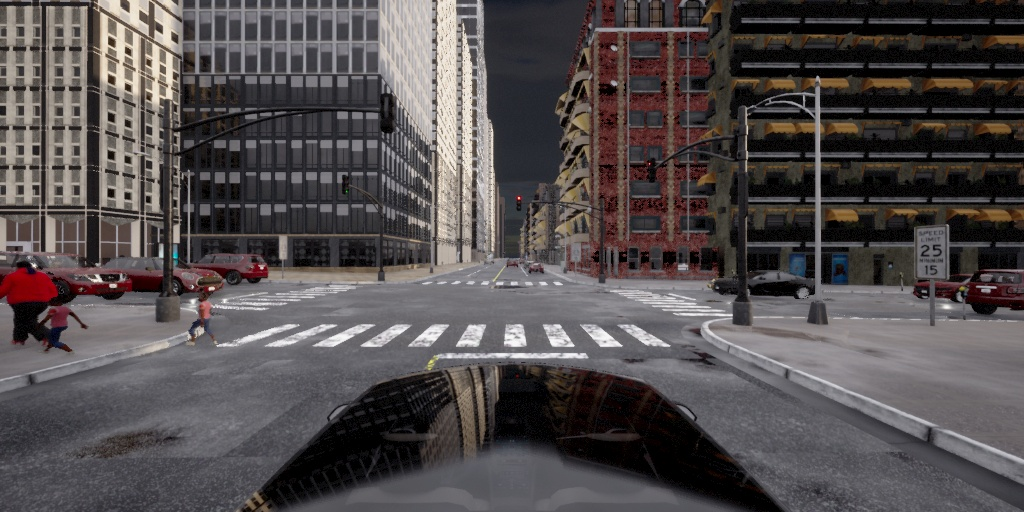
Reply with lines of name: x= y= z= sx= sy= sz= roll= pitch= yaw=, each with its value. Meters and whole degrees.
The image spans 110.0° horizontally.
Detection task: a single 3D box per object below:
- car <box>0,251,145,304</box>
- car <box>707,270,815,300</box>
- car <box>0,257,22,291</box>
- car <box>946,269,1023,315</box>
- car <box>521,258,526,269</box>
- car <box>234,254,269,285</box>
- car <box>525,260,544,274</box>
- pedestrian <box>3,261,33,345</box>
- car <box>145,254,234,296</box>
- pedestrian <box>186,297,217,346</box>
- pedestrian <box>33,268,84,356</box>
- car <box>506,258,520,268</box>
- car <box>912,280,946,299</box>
car: x=-17.560 y=0.757 z=13.484 sx=5.009 sy=1.841 sz=2.192 roll=0 pitch=0 yaw=0
car: x=13.663 y=1.511 z=19.511 sx=5.008 sy=1.535 sz=1.882 roll=1 pitch=0 yaw=0
car: x=-25.715 y=0.774 z=16.016 sx=5.008 sy=1.535 sz=1.882 roll=1 pitch=0 yaw=-1
car: x=20.614 y=1.461 z=13.799 sx=5.009 sy=1.841 sz=2.192 roll=0 pitch=0 yaw=0
car: x=2.760 y=1.317 z=54.733 sx=2.007 sy=1.370 sz=4.403 roll=0 pitch=0 yaw=0
car: x=-17.684 y=0.776 z=21.863 sx=5.009 sy=1.841 sz=2.192 roll=0 pitch=0 yaw=0
car: x=2.793 y=1.341 z=41.816 sx=1.802 sy=1.307 sz=4.207 roll=0 pitch=0 yaw=0
pedestrian: x=-9.806 y=0.902 z=7.266 sx=0.375 sy=1.860 sz=0.375 roll=0 pitch=0 yaw=0
car: x=-15.724 y=0.835 z=16.089 sx=4.553 sy=1.767 sz=2.097 roll=1 pitch=0 yaw=0
pedestrian: x=-6.819 y=1.044 z=7.951 sx=0.375 sy=1.860 sz=0.375 roll=0 pitch=0 yaw=0
pedestrian: x=-8.386 y=0.893 z=6.642 sx=0.375 sy=1.860 sz=0.375 roll=0 pitch=0 yaw=0
car: x=0.082 y=1.125 z=63.972 sx=2.097 sy=1.767 sz=4.553 roll=0 pitch=0 yaw=0
car: x=25.010 y=1.718 z=19.590 sx=5.008 sy=1.535 sz=1.882 roll=1 pitch=0 yaw=0
